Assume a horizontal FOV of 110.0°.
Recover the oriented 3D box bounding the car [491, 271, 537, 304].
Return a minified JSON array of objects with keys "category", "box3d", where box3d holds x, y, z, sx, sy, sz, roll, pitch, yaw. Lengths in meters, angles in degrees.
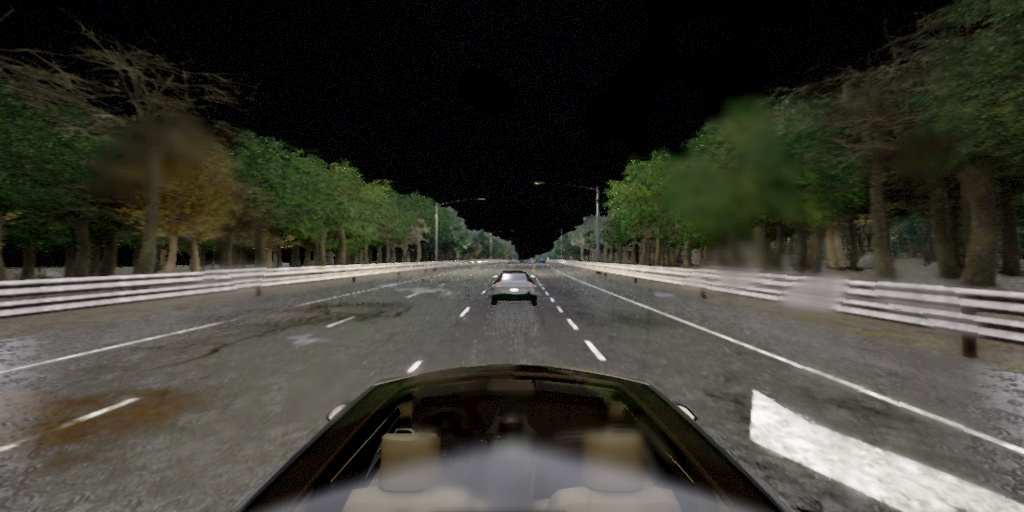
[{"category":"car","box3d":[0.093,1.350,16.475,1.994,1.385,4.181,0,0,0]}]
